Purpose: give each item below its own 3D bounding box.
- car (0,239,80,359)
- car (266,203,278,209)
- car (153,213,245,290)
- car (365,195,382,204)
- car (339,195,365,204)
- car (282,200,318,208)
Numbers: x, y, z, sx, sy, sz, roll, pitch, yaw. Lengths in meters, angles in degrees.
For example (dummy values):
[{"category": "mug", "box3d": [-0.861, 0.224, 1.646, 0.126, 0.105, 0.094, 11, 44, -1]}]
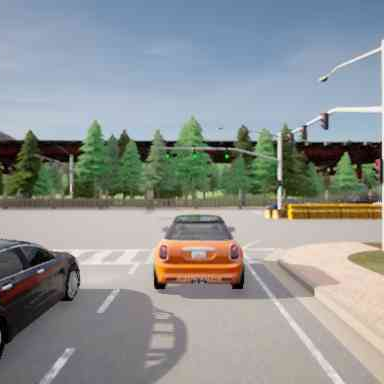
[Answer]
[{"category": "car", "box3d": [-3.404, 1.537, 5.512, 1.837, 1.490, 4.892, 0, 0, 0]}, {"category": "car", "box3d": [11.629, 1.756, 41.532, 4.674, 1.442, 1.812, 0, 0, -2]}, {"category": "car", "box3d": [0.183, 1.405, 9.411, 2.097, 1.767, 4.553, 0, 0, 1]}, {"category": "car", "box3d": [21.703, 1.414, 34.838, 5.566, 2.045, 2.150, 0, 0, -2]}, {"category": "car", "box3d": [21.329, 1.453, 41.832, 5.566, 2.045, 2.150, 0, 0, -2]}, {"category": "car", "box3d": [11.954, 1.792, 34.502, 4.718, 1.301, 1.895, 0, 0, -3]}]
